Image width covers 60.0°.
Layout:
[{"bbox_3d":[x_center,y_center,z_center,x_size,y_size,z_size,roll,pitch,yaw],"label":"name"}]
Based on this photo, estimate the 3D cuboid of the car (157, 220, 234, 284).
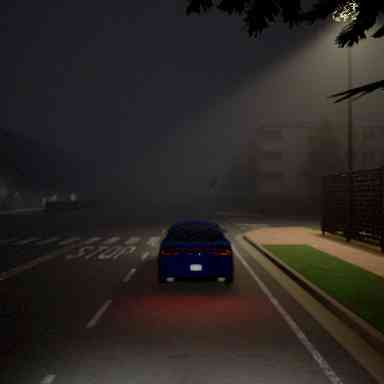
[{"bbox_3d":[0.094,1.575,9.953,1.882,1.535,5.008,0,-1,0],"label":"car"}]
